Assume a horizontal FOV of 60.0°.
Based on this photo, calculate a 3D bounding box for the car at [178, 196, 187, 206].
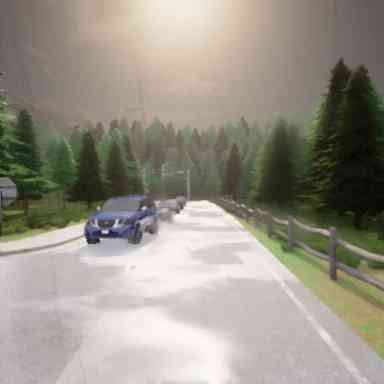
[{"bbox_3d":[-1.985,1.586,43.354,1.895,1.301,4.718,0,0,1],"label":"car"}]

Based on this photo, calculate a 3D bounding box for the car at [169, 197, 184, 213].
[{"bbox_3d":[-2.192,1.517,35.215,1.812,1.442,4.674,0,0,1],"label":"car"}]

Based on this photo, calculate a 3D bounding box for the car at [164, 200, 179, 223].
[{"bbox_3d":[-2.378,1.559,24.996,1.994,1.385,4.181,0,0,2],"label":"car"}]

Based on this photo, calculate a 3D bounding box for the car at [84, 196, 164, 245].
[{"bbox_3d":[-3.125,1.226,16.048,2.150,2.045,5.566,0,0,7],"label":"car"}]
